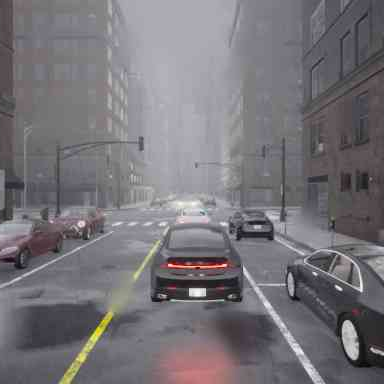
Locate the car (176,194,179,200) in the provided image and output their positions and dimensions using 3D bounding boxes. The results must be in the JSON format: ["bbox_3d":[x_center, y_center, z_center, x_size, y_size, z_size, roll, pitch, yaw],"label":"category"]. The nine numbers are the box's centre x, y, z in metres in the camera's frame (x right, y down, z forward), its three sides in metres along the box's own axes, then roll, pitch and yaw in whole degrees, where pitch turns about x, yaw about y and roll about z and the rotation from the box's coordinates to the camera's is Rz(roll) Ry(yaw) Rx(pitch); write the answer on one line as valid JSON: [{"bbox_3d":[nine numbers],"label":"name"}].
[{"bbox_3d":[-5.558,1.456,91.525,2.192,1.841,5.009,0,0,0],"label":"car"}]

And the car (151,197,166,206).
[{"bbox_3d":[-5.629,1.617,53.665,1.802,1.307,4.206,0,0,0],"label":"car"}]

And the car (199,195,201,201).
[{"bbox_3d":[2.917,1.606,64.469,2.008,1.369,4.403,0,0,0],"label":"car"}]

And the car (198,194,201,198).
[{"bbox_3d":[2.936,1.524,75.287,1.967,1.590,4.097,0,0,0],"label":"car"}]

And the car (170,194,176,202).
[{"bbox_3d":[-5.578,1.625,80.537,1.752,1.417,4.829,0,0,0],"label":"car"}]

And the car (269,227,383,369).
[{"bbox_3d":[2.856,1.551,5.558,2.008,1.369,4.403,0,0,0],"label":"car"}]

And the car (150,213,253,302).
[{"bbox_3d":[0.099,1.505,8.226,1.837,1.490,4.892,0,0,0],"label":"car"}]

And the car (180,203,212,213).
[{"bbox_3d":[0.084,1.526,17.373,1.812,1.442,4.674,0,0,-1],"label":"car"}]

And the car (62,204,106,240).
[{"bbox_3d":[-5.668,1.441,16.562,1.967,1.590,4.097,0,0,0],"label":"car"}]

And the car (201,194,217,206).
[{"bbox_3d":[2.895,1.476,53.651,1.967,1.590,4.097,0,0,0],"label":"car"}]

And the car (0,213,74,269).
[{"bbox_3d":[-5.669,1.582,11.060,1.802,1.307,4.206,0,0,0],"label":"car"}]

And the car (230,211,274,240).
[{"bbox_3d":[2.857,1.566,16.561,1.947,1.339,4.313,0,0,0],"label":"car"}]

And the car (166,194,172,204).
[{"bbox_3d":[-5.608,1.606,64.482,2.008,1.369,4.403,0,0,0],"label":"car"}]
